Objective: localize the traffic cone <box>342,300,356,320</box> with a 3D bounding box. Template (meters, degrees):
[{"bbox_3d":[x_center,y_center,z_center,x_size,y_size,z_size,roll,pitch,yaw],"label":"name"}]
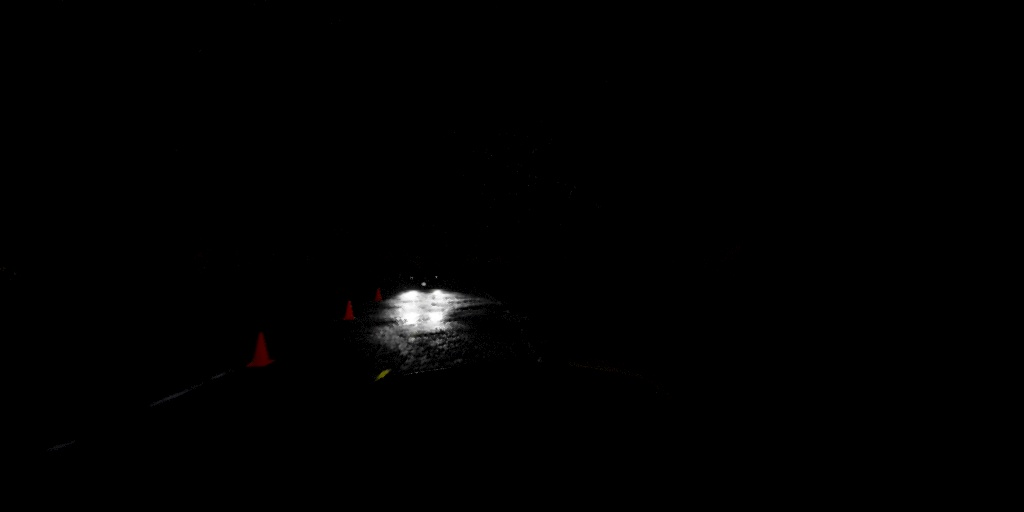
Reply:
[{"bbox_3d":[-5.232,1.722,11.541,0.340,0.580,0.340,0,0,-8],"label":"traffic cone"}]

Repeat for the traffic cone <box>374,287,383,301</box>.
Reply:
[{"bbox_3d":[-6.069,1.723,16.310,0.340,0.580,0.340,0,0,-12],"label":"traffic cone"}]

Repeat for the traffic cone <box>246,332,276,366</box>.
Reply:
[{"bbox_3d":[-4.702,1.726,6.728,0.340,0.580,0.340,0,0,-4],"label":"traffic cone"}]

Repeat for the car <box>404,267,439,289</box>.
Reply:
[{"bbox_3d":[-5.971,1.373,23.395,1.895,1.301,4.718,0,0,-20],"label":"car"}]
